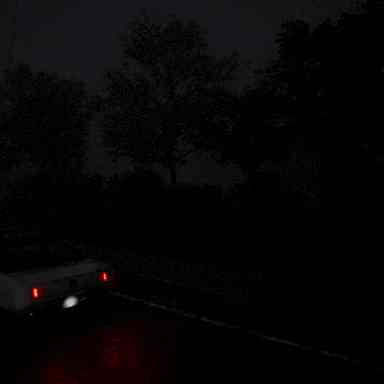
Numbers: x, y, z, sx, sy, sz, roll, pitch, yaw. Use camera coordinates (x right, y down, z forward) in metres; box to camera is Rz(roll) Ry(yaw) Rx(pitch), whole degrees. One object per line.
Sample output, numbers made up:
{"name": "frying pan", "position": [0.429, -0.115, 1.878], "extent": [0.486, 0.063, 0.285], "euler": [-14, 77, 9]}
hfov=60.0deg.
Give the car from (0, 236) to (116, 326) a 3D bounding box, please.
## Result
{"name": "car", "position": [-3.823, 1.633, 7.188], "extent": [4.718, 1.301, 1.895], "euler": [0, 0, 39]}
